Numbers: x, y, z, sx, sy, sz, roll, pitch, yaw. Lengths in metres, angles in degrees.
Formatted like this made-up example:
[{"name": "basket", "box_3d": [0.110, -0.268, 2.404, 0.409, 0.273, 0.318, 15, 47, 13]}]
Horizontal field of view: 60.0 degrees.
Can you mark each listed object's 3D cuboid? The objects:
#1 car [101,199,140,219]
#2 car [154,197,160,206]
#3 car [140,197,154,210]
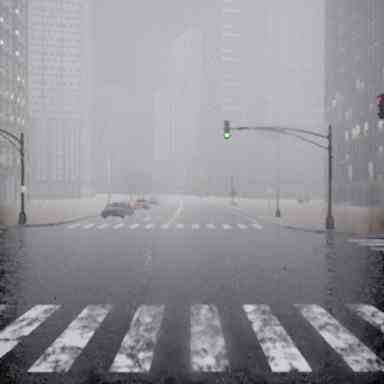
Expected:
[{"name": "car", "box_3d": [-6.558, 1.598, 30.112, 2.033, 1.411, 5.357, 0, 0, 4]}, {"name": "car", "box_3d": [-6.624, 1.612, 57.656, 2.033, 1.411, 5.357, 0, 0, 0]}, {"name": "car", "box_3d": [-6.566, 1.585, 43.551, 1.812, 1.442, 4.674, 0, 0, 0]}]
